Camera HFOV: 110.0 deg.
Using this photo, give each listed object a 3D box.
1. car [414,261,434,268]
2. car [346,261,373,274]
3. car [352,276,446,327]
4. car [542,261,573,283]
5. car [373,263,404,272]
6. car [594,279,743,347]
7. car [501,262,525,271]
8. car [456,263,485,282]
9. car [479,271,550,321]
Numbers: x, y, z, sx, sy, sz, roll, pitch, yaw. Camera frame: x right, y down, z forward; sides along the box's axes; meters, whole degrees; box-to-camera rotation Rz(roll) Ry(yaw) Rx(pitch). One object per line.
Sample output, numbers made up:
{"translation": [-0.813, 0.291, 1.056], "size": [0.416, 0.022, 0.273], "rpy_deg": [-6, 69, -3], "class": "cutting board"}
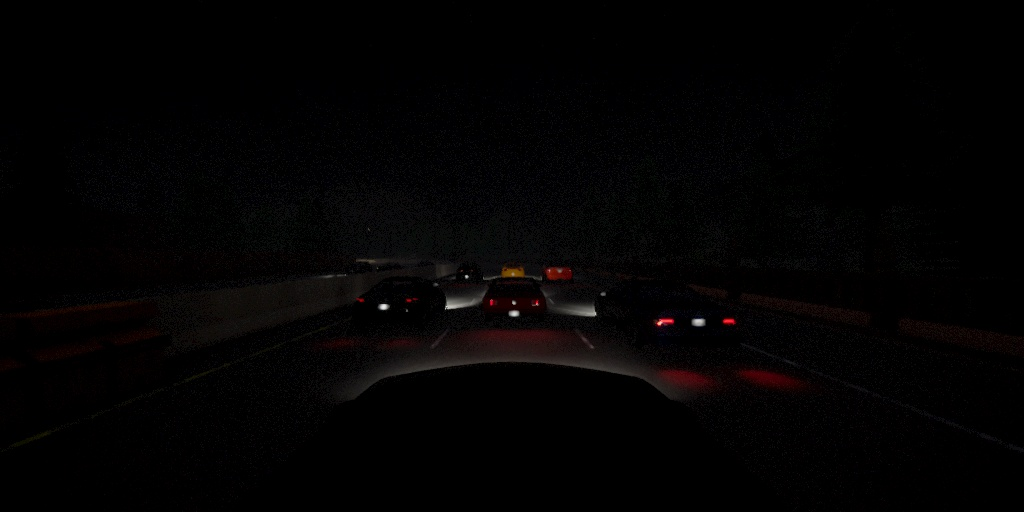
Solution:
{"translation": [-10.732, 1.333, 43.998], "size": [2.128, 1.511, 4.902], "rpy_deg": [0, 0, -2], "class": "car"}
{"translation": [-17.668, 1.363, 41.864], "size": [1.812, 1.442, 4.674], "rpy_deg": [0, 0, -1], "class": "car"}
{"translation": [-3.425, 1.335, 11.608], "size": [1.994, 1.385, 4.181], "rpy_deg": [0, 0, 0], "class": "car"}
{"translation": [3.579, 1.162, 28.908], "size": [2.097, 1.767, 4.553], "rpy_deg": [0, 0, 0], "class": "car"}
{"translation": [-14.155, 1.438, 41.816], "size": [1.895, 1.301, 4.718], "rpy_deg": [0, 0, -1], "class": "car"}
{"translation": [3.562, 1.315, 9.326], "size": [2.033, 1.411, 5.357], "rpy_deg": [0, 0, 0], "class": "car"}
{"translation": [0.085, 1.291, 30.760], "size": [1.882, 1.535, 5.008], "rpy_deg": [0, 0, 0], "class": "car"}
{"translation": [-3.418, 1.315, 29.511], "size": [1.837, 1.490, 4.892], "rpy_deg": [0, 0, 0], "class": "car"}
{"translation": [0.079, 1.375, 12.537], "size": [1.895, 1.301, 4.718], "rpy_deg": [0, 0, 0], "class": "car"}
